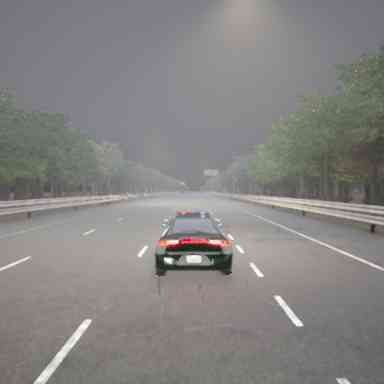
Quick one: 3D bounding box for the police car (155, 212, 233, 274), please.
[{"bbox_3d":[0.017,1.383,10.208,2.038,1.542,4.974,0,0,-1],"label":"police car"}]
